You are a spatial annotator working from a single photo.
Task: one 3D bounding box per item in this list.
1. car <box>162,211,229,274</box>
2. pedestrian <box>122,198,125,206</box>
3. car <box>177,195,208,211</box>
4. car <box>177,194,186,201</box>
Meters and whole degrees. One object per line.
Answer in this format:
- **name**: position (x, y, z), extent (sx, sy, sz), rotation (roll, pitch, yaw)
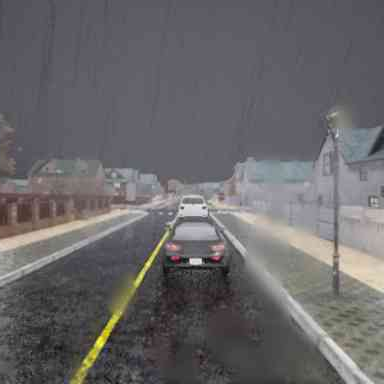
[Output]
- **car**: position (0.094, 1.559, 10.548), extent (1.812, 1.442, 4.674), rotation (0, 0, 0)
- **pedestrian**: position (-9.706, 1.409, 47.230), extent (0.500, 1.100, 0.500), rotation (0, 0, 1)
- **car**: position (0.081, 1.307, 26.346), extent (2.150, 2.045, 5.566), rotation (0, 0, 0)
- **car**: position (-2.795, 1.497, 89.596), extent (2.097, 1.767, 4.553), rotation (0, 0, 0)
